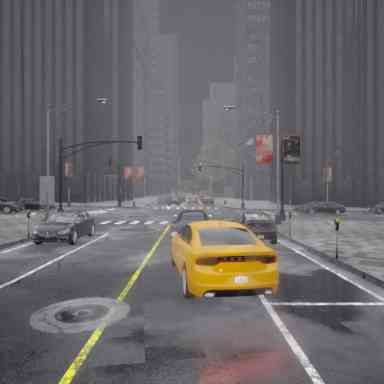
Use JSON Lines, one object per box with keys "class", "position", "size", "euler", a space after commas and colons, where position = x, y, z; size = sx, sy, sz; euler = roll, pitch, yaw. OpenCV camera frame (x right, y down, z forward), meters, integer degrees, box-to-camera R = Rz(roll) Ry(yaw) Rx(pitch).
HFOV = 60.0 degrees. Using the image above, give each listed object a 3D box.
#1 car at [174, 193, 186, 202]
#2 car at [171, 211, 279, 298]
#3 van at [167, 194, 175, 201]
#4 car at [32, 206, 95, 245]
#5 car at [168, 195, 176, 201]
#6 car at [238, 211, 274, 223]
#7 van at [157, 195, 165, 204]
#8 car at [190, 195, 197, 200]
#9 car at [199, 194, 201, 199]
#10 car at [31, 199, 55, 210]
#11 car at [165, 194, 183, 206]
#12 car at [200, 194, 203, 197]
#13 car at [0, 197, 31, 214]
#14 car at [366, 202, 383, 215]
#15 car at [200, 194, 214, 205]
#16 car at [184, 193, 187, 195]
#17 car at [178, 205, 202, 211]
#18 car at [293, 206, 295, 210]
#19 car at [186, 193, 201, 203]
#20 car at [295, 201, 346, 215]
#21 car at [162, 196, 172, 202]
{"class": "car", "position": [-2.852, 1.515, 64.859], "size": [2.128, 1.511, 4.902], "euler": [0, 0, 1]}
{"class": "car", "position": [0.544, 1.479, 8.636], "size": [1.882, 1.535, 5.008], "euler": [0, 0, -9]}
{"class": "van", "position": [-5.406, 1.377, 85.257], "size": [1.690, 1.788, 3.998], "euler": [0, 0, 0]}
{"class": "car", "position": [-5.776, 1.553, 15.439], "size": [2.008, 1.369, 4.403], "euler": [0, 0, 0]}
{"class": "car", "position": [-5.362, 1.584, 90.769], "size": [1.887, 1.381, 4.507], "euler": [0, 0, 0]}
{"class": "car", "position": [2.749, 1.553, 15.445], "size": [2.008, 1.369, 4.403], "euler": [0, 0, 0]}
{"class": "van", "position": [-5.584, 1.364, 63.207], "size": [1.690, 1.788, 3.998], "euler": [0, 0, 0]}
{"class": "car", "position": [0.439, 1.583, 95.568], "size": [2.033, 1.411, 5.357], "euler": [0, 0, 0]}
{"class": "car", "position": [2.985, 1.576, 68.653], "size": [2.008, 1.369, 4.403], "euler": [0, 0, 0]}
{"class": "car", "position": [-16.575, 1.338, 34.209], "size": [4.718, 1.301, 1.895], "euler": [1, 0, 0]}
{"class": "car", "position": [-2.955, 1.496, 55.284], "size": [1.882, 1.535, 5.008], "euler": [0, 0, 1]}
{"class": "car", "position": [2.942, 1.548, 63.310], "size": [1.752, 1.417, 4.829], "euler": [0, 0, 0]}
{"class": "car", "position": [-18.139, 1.208, 30.953], "size": [4.892, 1.490, 1.837], "euler": [1, 0, 0]}
{"class": "car", "position": [24.078, 1.983, 40.804], "size": [4.902, 1.511, 2.128], "euler": [1, 0, 0]}
{"class": "car", "position": [2.896, 1.570, 57.628], "size": [2.008, 1.369, 4.403], "euler": [0, 0, 0]}
{"class": "car", "position": [-2.724, 1.255, 75.456], "size": [2.150, 2.045, 5.566], "euler": [0, 0, 0]}
{"class": "car", "position": [0.036, 1.566, 16.133], "size": [1.994, 1.385, 4.181], "euler": [0, 0, 0]}
{"class": "car", "position": [14.868, 1.844, 40.836], "size": [4.674, 1.442, 1.812], "euler": [1, 0, 2]}
{"class": "car", "position": [0.326, 1.504, 69.628], "size": [1.882, 1.535, 5.008], "euler": [0, 0, 1]}
{"class": "car", "position": [14.720, 1.814, 37.575], "size": [4.892, 1.490, 1.837], "euler": [1, 0, 1]}
{"class": "car", "position": [-5.495, 1.595, 74.232], "size": [1.947, 1.339, 4.313], "euler": [0, 0, 0]}
